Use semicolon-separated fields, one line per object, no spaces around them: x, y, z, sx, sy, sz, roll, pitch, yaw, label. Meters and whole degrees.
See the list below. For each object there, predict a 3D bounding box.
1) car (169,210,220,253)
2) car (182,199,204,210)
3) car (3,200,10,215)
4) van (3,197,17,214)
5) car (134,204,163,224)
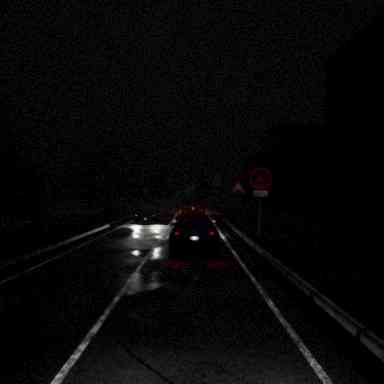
0.095;1.676;14.177;1.994;1.385;4.181;0;0;0;car
0.101;1.476;32.012;2.097;1.767;4.553;0;0;0;car
-22.145;1.826;34.459;4.792;1.488;2.163;0;-1;0;car
-22.001;1.597;37.235;4.442;1.987;1.878;0;-1;0;van
-3.345;1.664;26.194;1.812;1.442;4.674;0;0;0;car
